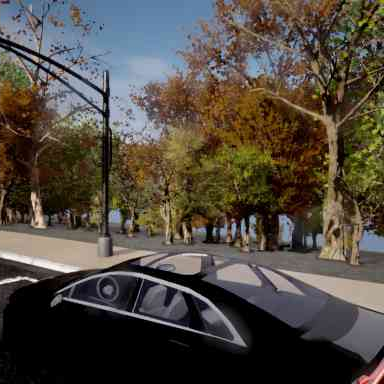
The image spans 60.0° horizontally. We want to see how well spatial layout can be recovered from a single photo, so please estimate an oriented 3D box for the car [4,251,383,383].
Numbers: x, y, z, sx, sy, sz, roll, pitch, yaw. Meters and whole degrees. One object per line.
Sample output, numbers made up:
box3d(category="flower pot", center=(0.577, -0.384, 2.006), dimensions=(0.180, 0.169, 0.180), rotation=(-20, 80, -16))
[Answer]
box3d(category="car", center=(-0.365, 1.491, 3.952), dimensions=(4.902, 1.511, 2.128), rotation=(0, 0, 36))
